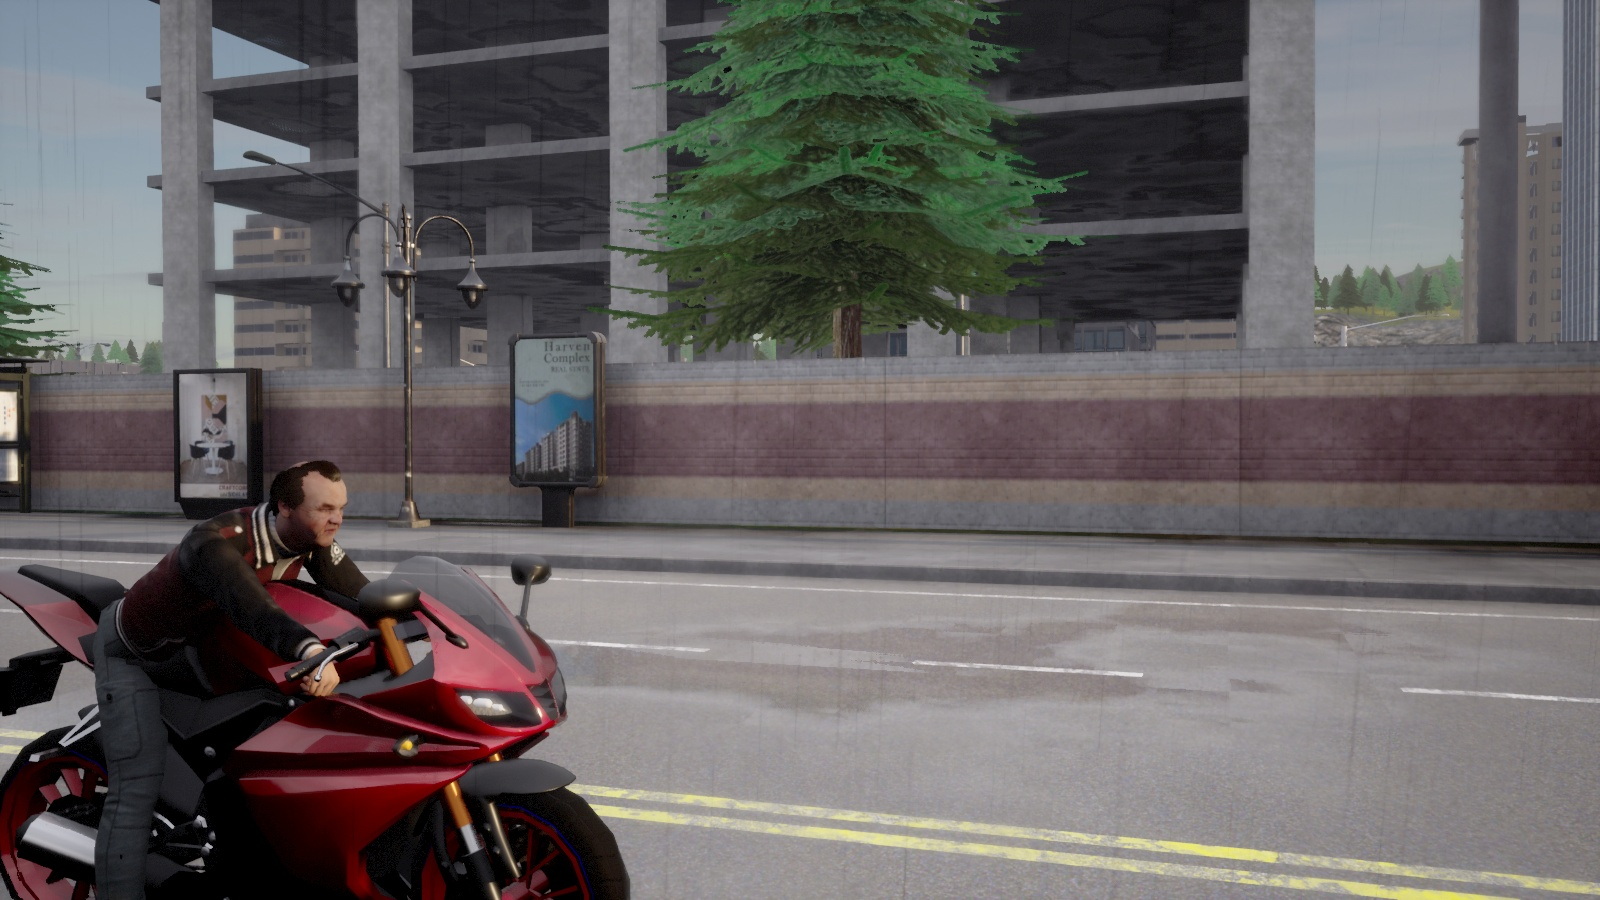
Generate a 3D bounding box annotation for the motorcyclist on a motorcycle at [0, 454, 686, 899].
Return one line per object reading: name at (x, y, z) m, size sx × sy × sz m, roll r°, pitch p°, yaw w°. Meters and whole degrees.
motorcyclist on a motorcycle at (-1.520, 0.797, 3.704) m, size 2.191 × 1.530 × 0.866 m, roll 1°, pitch 1°, yaw 19°
